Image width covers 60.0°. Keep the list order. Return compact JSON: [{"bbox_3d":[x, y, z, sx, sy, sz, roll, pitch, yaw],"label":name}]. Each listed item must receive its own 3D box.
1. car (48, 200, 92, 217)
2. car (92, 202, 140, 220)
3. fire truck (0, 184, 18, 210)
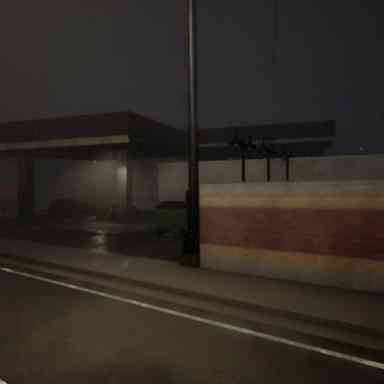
[{"bbox_3d":[-11.682,1.567,32.831,2.242,1.667,4.611,-1,0,37],"label":"car"},{"bbox_3d":[-6.608,1.673,30.028,1.970,1.475,3.806,-1,0,37],"label":"car"},{"bbox_3d":[-30.365,0.761,49.157,2.891,3.827,8.468,-1,0,36],"label":"fire truck"}]
